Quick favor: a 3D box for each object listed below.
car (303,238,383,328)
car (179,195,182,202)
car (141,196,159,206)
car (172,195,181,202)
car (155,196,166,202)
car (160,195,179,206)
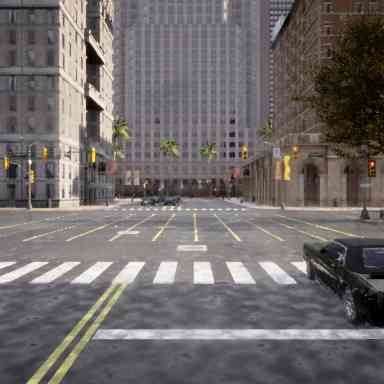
[{"bbox_3d":[3.699,1.602,6.883,1.895,1.301,4.718,0,0,6],"label":"car"},{"bbox_3d":[-3.569,1.491,64.898,2.128,1.511,4.902,0,0,1],"label":"car"},{"bbox_3d":[-7.134,1.491,54.290,2.128,1.511,4.902,0,0,0],"label":"car"},{"bbox_3d":[-3.424,1.500,75.310,1.837,1.490,4.892,0,0,1],"label":"car"},{"bbox_3d":[-6.941,1.553,73.543,1.994,1.385,4.181,0,0,1],"label":"car"},{"bbox_3d":[-3.641,1.547,55.052,2.033,1.411,5.357,0,0,0],"label":"car"}]
